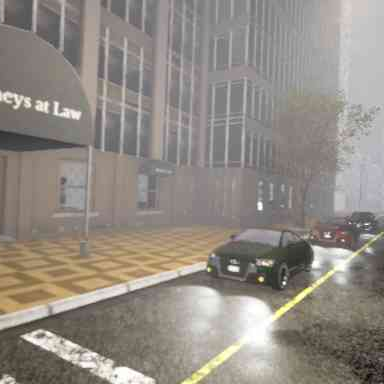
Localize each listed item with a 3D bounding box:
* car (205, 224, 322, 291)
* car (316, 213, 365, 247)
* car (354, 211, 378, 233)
[{"bbox_3d":[2.147,1.753,9.762,1.994,1.385,4.181,2,-1,35],"label":"car"},{"bbox_3d":[7.793,2.062,18.025,1.994,1.385,4.181,2,-1,34],"label":"car"},{"bbox_3d":[13.538,2.324,26.398,1.837,1.490,4.892,2,-1,35],"label":"car"}]
